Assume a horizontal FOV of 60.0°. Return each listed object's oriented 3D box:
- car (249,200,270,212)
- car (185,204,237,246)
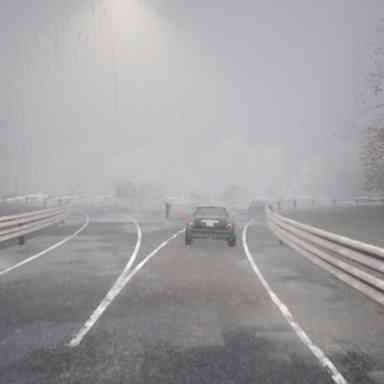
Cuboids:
[{"bbox_3d":[8.821,1.731,42.620,2.128,1.511,4.902,-1,-1,29],"label":"car"},{"bbox_3d":[1.019,1.370,15.797,2.097,1.767,4.553,2,0,8],"label":"car"}]
